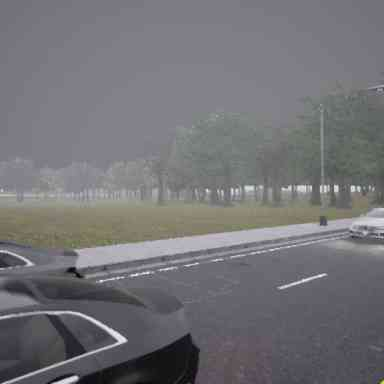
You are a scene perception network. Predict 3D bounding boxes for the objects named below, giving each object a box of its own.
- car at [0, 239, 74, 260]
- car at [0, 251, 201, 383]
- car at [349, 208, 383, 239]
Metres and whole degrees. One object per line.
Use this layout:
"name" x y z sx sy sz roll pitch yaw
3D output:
"car" -4.090 1.493 4.884 4.902 1.511 2.128 0 0 -40
"car" -2.133 1.506 2.285 4.892 1.490 1.837 0 0 -40
"car" 9.399 1.507 16.098 4.674 1.442 1.812 0 0 -40
